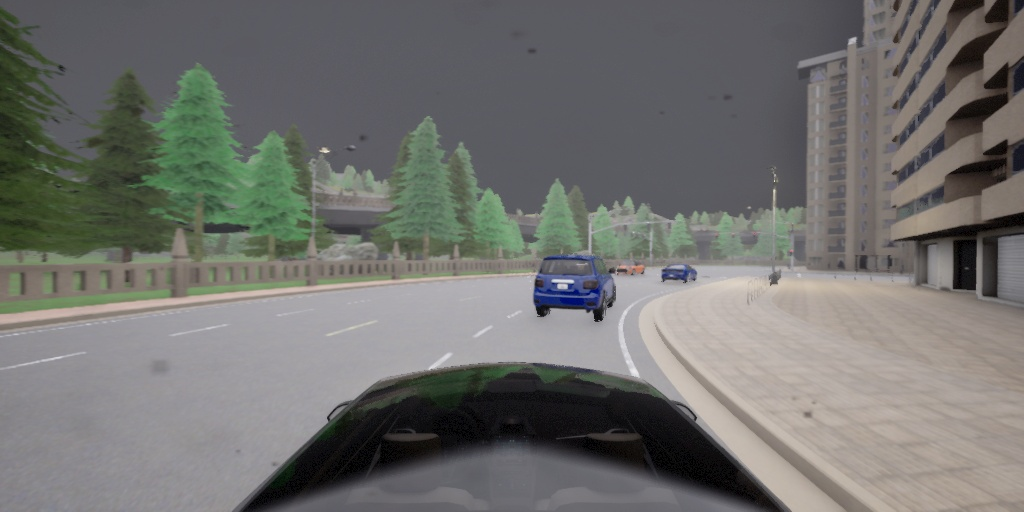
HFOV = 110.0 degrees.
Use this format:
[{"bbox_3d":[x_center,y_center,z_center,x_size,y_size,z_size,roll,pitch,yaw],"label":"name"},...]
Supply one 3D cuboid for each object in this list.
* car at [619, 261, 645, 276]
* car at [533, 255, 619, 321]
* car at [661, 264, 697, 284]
[{"bbox_3d":[13.097,1.303,39.921,2.097,1.767,4.553,1,0,39],"label":"car"},{"bbox_3d":[2.432,0.995,13.016,2.150,2.045,5.566,0,0,21],"label":"car"},{"bbox_3d":[13.872,1.381,29.641,1.882,1.535,5.008,1,0,39],"label":"car"}]
